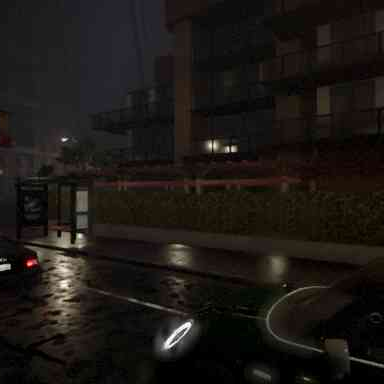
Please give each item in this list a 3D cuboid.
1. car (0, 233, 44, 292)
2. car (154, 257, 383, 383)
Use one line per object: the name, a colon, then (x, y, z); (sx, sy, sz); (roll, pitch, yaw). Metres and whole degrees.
car: (-5.768, 1.547, 8.061); (5.357, 1.411, 2.033); (0, 0, 36)
car: (1.850, 1.353, 2.685); (4.553, 1.767, 2.097); (0, 0, 35)
